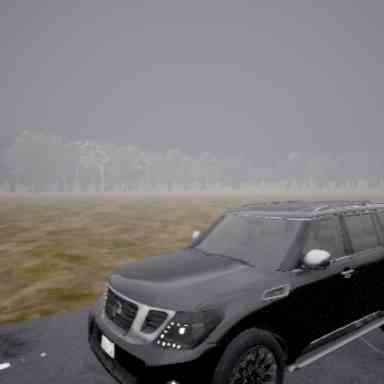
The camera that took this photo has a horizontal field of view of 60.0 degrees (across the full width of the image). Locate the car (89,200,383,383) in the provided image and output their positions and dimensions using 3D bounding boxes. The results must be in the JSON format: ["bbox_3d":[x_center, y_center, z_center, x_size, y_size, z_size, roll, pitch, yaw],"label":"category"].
[{"bbox_3d":[1.393,1.186,4.985,5.566,2.045,2.150,-1,0,-35],"label":"car"}]
